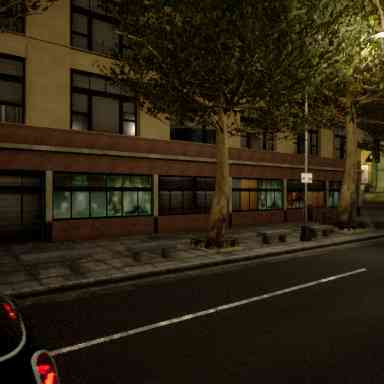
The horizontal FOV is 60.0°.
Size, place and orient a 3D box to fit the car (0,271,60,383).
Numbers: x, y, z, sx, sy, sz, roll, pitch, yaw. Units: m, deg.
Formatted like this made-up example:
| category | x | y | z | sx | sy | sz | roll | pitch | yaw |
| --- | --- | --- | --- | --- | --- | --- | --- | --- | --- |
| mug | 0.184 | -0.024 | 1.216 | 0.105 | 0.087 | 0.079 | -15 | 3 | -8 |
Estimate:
| category | x | y | z | sx | sy | sz | roll | pitch | yaw |
| --- | --- | --- | --- | --- | --- | --- | --- | --- | --- |
| car | -3.124 | 1.352 | 1.737 | 4.553 | 1.767 | 2.097 | 0 | 0 | -36 |
